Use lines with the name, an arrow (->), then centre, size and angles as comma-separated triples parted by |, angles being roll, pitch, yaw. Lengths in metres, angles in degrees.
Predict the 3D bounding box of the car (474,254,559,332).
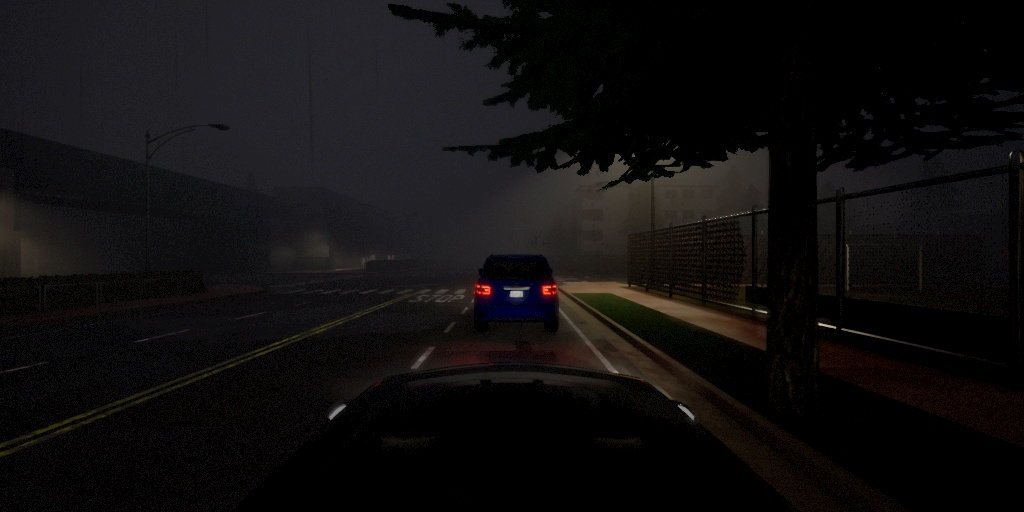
car -> 0.115, 0.972, 10.977 | 2.150, 2.045, 5.566 | 0, 0, 0

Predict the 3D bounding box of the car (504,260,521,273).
car -> 0.023, 1.241, 45.775 | 2.128, 1.511, 4.902 | 0, 0, 0
